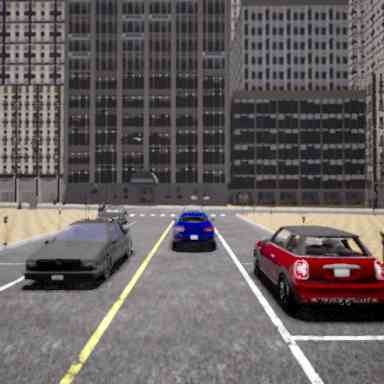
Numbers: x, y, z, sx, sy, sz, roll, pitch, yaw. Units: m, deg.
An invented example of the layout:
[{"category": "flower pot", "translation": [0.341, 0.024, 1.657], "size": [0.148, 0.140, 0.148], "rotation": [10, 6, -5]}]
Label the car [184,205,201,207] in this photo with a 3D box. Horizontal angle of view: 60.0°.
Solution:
[{"category": "car", "translation": [0.069, 1.765, 27.838], "size": [1.895, 1.301, 4.718], "rotation": [0, 0, 0]}]

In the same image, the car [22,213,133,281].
[{"category": "car", "translation": [-3.104, 1.609, 10.343], "size": [2.033, 1.411, 5.357], "rotation": [0, 0, 0]}]

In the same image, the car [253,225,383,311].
[{"category": "car", "translation": [2.690, 1.488, 7.914], "size": [1.967, 1.590, 4.097], "rotation": [1, 0, 0]}]

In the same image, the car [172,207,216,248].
[{"category": "car", "translation": [0.078, 1.617, 15.283], "size": [1.812, 1.442, 4.674], "rotation": [0, 0, 0]}]

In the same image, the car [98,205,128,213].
[{"category": "car", "translation": [-5.840, 1.697, 24.838], "size": [2.008, 1.369, 4.403], "rotation": [1, 0, 0]}]
